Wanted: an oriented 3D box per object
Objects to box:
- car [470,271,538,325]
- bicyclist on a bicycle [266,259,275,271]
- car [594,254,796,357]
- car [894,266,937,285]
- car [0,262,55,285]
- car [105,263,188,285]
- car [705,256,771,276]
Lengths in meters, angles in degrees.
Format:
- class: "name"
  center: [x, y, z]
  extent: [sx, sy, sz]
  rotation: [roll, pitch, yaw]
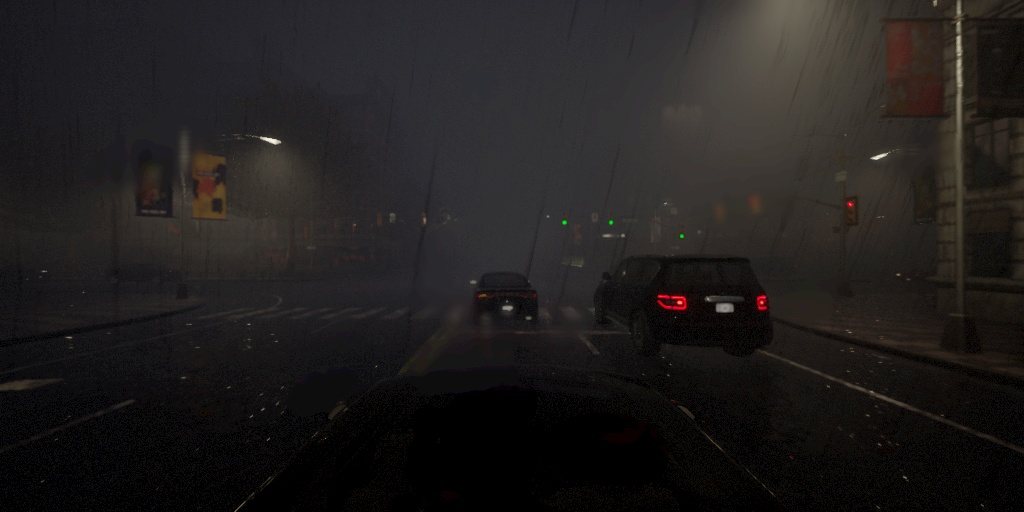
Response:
- class: "car"
  center: [-0.357, 1.250, 12.107]
  extent: [1.882, 1.535, 5.008]
  rotation: [0, 0, -6]
- class: "bicyclist on a bicycle"
  center: [-30.933, 1.146, 45.901]
  extent: [0.582, 1.620, 1.656]
  rotation: [0, 0, 0]
- class: "car"
  center: [3.601, 0.986, 8.739]
  extent: [2.150, 2.045, 5.566]
  rotation: [0, 0, 0]
- class: "car"
  center: [31.001, 1.406, 26.037]
  extent: [4.718, 1.301, 1.895]
  rotation: [0, 0, 0]
- class: "car"
  center: [-36.723, 1.366, 26.456]
  extent: [4.181, 1.385, 1.994]
  rotation: [0, 0, 1]
- class: "car"
  center: [-26.783, 1.280, 26.392]
  extent: [5.008, 1.535, 1.882]
  rotation: [0, 0, 0]
- class: "car"
  center: [23.728, 1.052, 37.770]
  extent: [5.566, 2.045, 2.150]
  rotation: [0, 0, 1]
